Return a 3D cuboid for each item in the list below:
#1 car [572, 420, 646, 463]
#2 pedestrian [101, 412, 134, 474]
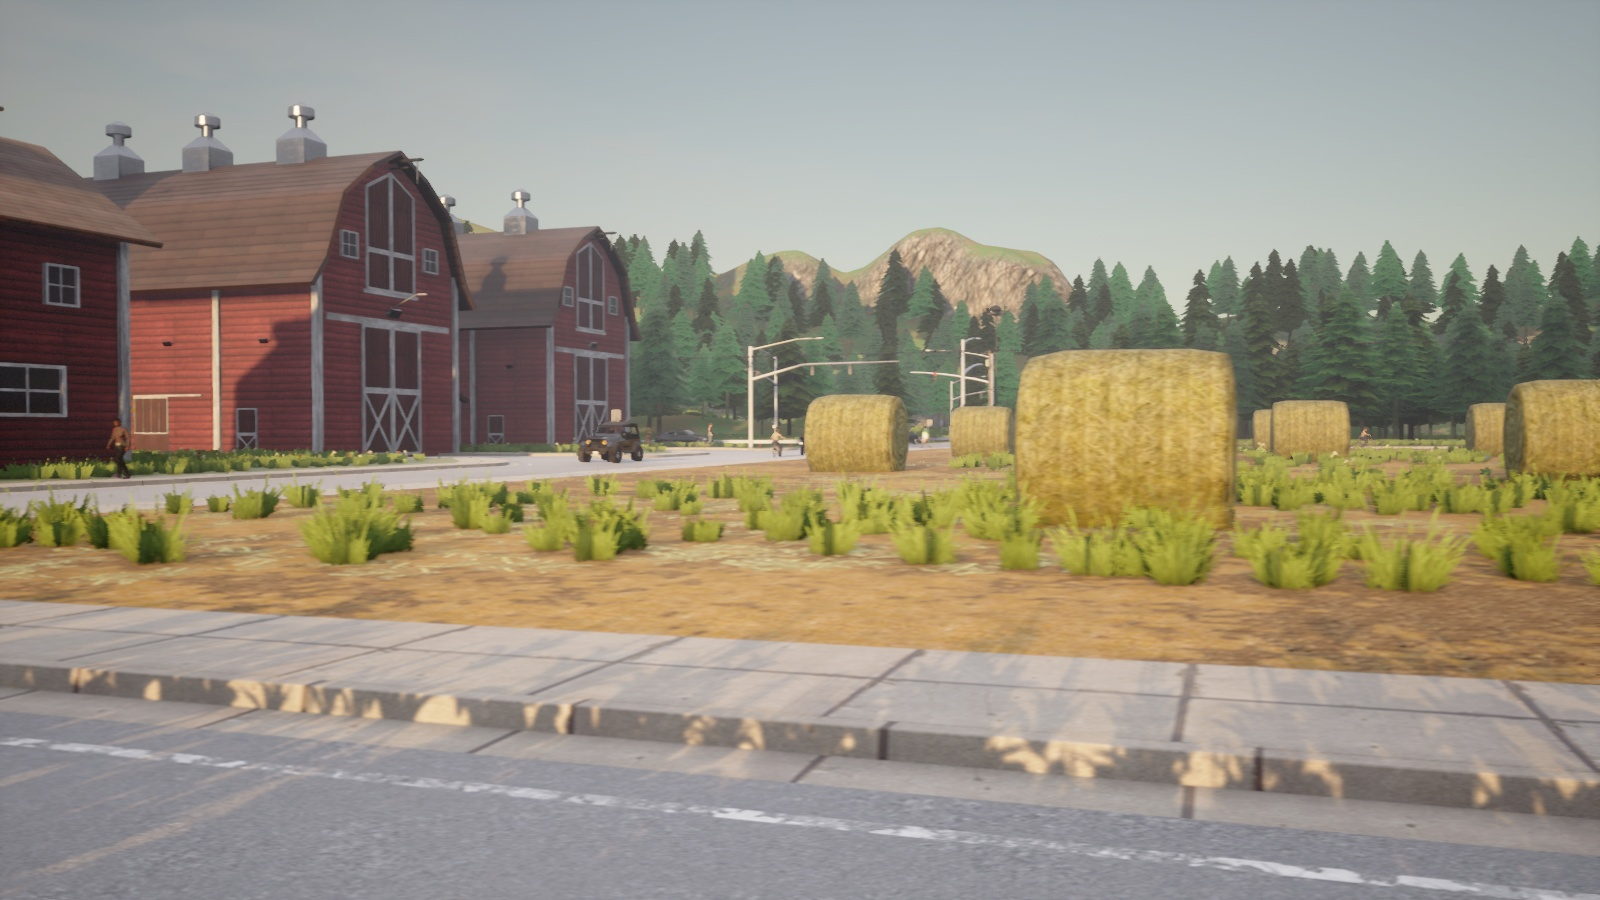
[{"bbox_3d":[-8.939,-0.437,59.111,1.905,1.878,3.866,1,2,18],"label":"car"},{"bbox_3d":[-20.072,-0.206,36.948,0.328,1.805,0.869,0,1,16],"label":"pedestrian"}]
